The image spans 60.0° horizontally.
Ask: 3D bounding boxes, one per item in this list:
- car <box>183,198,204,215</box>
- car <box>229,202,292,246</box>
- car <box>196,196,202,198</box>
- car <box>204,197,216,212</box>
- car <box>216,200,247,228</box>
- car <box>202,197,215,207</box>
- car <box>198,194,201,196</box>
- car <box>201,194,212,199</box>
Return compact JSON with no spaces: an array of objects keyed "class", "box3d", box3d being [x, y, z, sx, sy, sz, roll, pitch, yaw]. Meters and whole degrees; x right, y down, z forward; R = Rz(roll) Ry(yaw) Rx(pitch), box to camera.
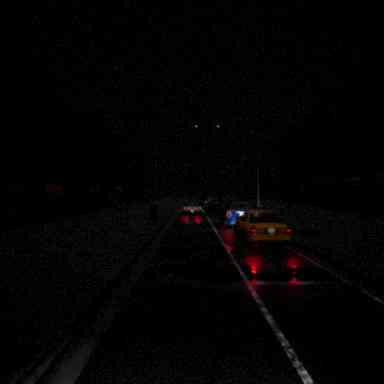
[{"class":"car","box3d":[0.041,1.608,34.552,1.895,1.301,4.718,0,0,1]},{"class":"car","box3d":[3.027,1.454,15.214,1.801,1.575,5.366,0,0,0]},{"class":"car","box3d":[0.050,1.587,47.048,1.994,1.385,4.181,0,0,0]},{"class":"car","box3d":[2.635,1.593,37.848,1.802,1.307,4.206,-1,0,0]},{"class":"car","box3d":[2.991,1.354,21.995,2.097,1.767,4.553,0,0,0]},{"class":"car","box3d":[2.636,1.600,54.055,1.947,1.339,4.313,-1,0,0]},{"class":"car","box3d":[2.634,1.360,59.458,2.192,1.841,5.009,-1,0,0]},{"class":"car","box3d":[2.634,1.465,48.653,1.967,1.590,4.097,-1,0,0]}]
